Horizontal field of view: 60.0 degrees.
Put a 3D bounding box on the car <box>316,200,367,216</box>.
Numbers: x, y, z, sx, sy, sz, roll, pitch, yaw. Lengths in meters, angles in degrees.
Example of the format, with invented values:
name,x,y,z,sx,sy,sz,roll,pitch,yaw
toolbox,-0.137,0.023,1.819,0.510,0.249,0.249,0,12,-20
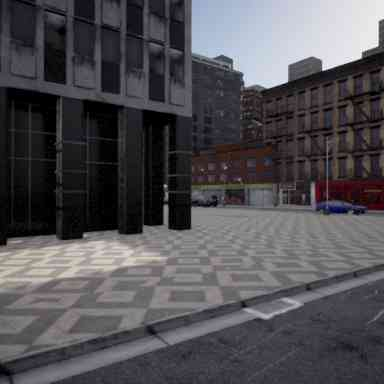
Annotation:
name,x,y,z,sx,sy,sz,roll,pitch,yaw
car,15.067,1.600,33.741,1.882,1.535,5.008,0,0,-36

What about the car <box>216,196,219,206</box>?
name,x,y,z,sx,sy,sz,roll,pitch,yaw
car,2.176,1.517,56.661,2.150,2.045,5.566,0,0,-36

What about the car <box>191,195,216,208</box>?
name,x,y,z,sx,sy,sz,roll,pitch,yaw
car,0.860,1.500,53.192,2.150,2.045,5.566,0,-1,-36

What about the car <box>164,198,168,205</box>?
name,x,y,z,sx,sy,sz,roll,pitch,yaw
car,-4.045,1.839,65.059,1.837,1.490,4.892,0,0,-36
